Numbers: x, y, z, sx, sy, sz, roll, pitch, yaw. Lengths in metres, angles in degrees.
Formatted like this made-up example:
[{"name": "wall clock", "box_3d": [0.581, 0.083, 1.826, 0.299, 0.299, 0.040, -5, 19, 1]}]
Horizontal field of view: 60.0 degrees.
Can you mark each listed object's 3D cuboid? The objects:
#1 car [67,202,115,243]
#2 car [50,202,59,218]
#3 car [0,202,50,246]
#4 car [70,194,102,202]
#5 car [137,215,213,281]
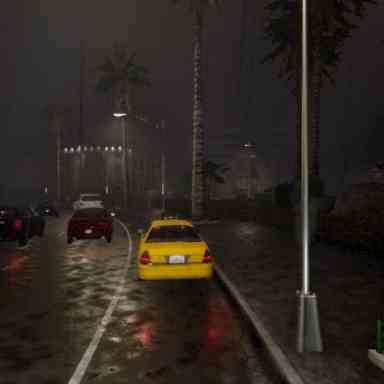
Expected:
[{"name": "car", "box_3d": [-4.854, 1.474, 16.233, 1.882, 1.535, 5.008, 0, 0, -13]}, {"name": "car", "box_3d": [-13.121, 1.553, 29.929, 1.994, 1.385, 4.181, 0, 0, -26]}, {"name": "car", "box_3d": [-8.178, 1.343, 15.117, 2.097, 1.767, 4.553, 0, 0, -12]}, {"name": "car", "box_3d": [-9.809, 1.208, 31.159, 2.150, 2.045, 5.566, 0, 0, -25]}, {"name": "car", "box_3d": [-0.649, 1.456, 9.853, 1.801, 1.575, 5.366, 0, 0, -7]}]
